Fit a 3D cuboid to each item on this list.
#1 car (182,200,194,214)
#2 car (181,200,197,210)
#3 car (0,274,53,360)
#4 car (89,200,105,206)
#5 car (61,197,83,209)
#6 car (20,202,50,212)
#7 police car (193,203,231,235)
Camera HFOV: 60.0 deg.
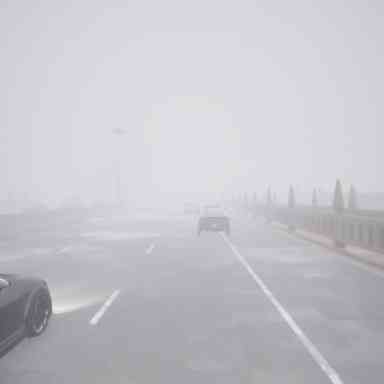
[{"bbox_3d":[0.021,2.043,41.199,1.895,1.301,4.718,0,-1,0],"label":"car"},{"bbox_3d":[-0.523,2.079,53.280,1.837,1.490,4.892,0,-1,-8],"label":"car"},{"bbox_3d":[-3.399,1.601,4.081,1.994,1.385,4.181,0,-1,0],"label":"car"},{"bbox_3d":[-14.592,2.056,51.176,1.837,1.490,4.892,0,-1,-5],"label":"car"},{"bbox_3d":[-17.993,1.762,50.172,2.150,2.045,5.566,0,-1,-5],"label":"car"},{"bbox_3d":[-21.166,2.034,45.143,2.033,1.411,5.357,0,-1,-1],"label":"car"},{"bbox_3d":[1.232,1.644,20.631,1.930,1.638,5.238,0,-1,0],"label":"police car"}]
